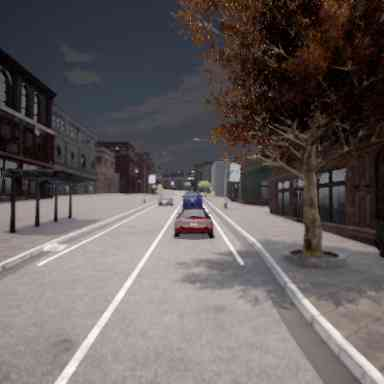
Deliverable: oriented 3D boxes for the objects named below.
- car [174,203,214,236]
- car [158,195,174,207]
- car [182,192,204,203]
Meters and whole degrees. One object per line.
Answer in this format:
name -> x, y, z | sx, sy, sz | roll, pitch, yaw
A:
car -> 0.094, 1.491, 17.797 | 1.994, 1.385, 4.181 | 0, 0, 0
car -> -3.470, 1.152, 44.373 | 2.128, 1.511, 4.902 | 0, 0, 0
car -> 0.067, 0.959, 36.323 | 2.150, 2.045, 5.566 | 0, 1, 0
